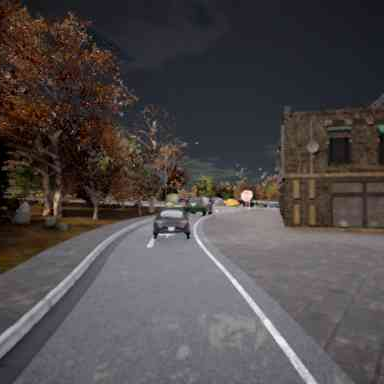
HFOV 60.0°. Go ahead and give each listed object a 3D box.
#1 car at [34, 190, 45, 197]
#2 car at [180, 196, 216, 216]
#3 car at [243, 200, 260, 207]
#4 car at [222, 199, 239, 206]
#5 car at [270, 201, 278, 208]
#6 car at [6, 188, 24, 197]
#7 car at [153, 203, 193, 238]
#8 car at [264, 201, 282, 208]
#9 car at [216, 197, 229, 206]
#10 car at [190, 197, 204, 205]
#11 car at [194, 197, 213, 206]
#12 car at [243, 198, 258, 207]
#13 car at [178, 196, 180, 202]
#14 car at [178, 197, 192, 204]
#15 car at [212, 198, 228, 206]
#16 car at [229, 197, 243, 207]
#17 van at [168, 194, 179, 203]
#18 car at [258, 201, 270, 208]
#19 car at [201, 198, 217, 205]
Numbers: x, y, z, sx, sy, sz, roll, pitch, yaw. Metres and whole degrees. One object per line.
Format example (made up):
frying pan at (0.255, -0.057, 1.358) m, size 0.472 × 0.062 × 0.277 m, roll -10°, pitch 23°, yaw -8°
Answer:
car at (-30.121, 0.496, 67.958) m, size 2.097 × 1.535 × 5.008 m, roll 4°, pitch -1°, yaw -16°
car at (0.772, 1.446, 35.254) m, size 2.150 × 2.045 × 5.566 m, roll 0°, pitch -1°, yaw 13°
car at (14.470, 2.773, 80.965) m, size 2.097 × 1.535 × 5.008 m, roll 3°, pitch -1°, yaw -16°
car at (9.186, 2.504, 79.657) m, size 1.946 × 1.575 × 5.366 m, roll 3°, pitch -1°, yaw -16°
car at (15.556, 2.616, 67.649) m, size 2.163 × 1.488 × 4.792 m, roll 3°, pitch -1°, yaw -16°
car at (-35.311, 0.136, 66.449) m, size 2.163 × 1.488 × 4.792 m, roll 4°, pitch -1°, yaw -16°
car at (-1.034, 1.546, 17.755) m, size 1.812 × 1.442 × 4.674 m, roll 0°, pitch 0°, yaw -2°
car at (19.955, 3.014, 82.528) m, size 2.231 × 1.521 × 4.892 m, roll 2°, pitch -1°, yaw -16°
car at (4.850, 1.832, 64.661) m, size 2.185 × 1.767 × 4.553 m, roll 4°, pitch -1°, yaw -16°
car at (1.073, 2.050, 77.155) m, size 2.002 × 1.452 × 4.674 m, roll 4°, pitch -1°, yaw -16°
car at (2.167, 1.808, 63.894) m, size 2.163 × 1.488 × 4.792 m, roll 4°, pitch -1°, yaw -16°
car at (10.207, 2.040, 66.186) m, size 2.435 × 2.045 × 5.566 m, roll 3°, pitch -1°, yaw -16°
car at (-0.488, 1.628, 63.077) m, size 2.163 × 1.488 × 4.792 m, roll 4°, pitch -1°, yaw -16°
car at (-1.600, 1.871, 76.393) m, size 2.002 × 1.452 × 4.674 m, roll 4°, pitch -1°, yaw -16°
car at (6.501, 2.351, 78.892) m, size 1.946 × 1.575 × 5.366 m, roll 3°, pitch -1°, yaw -16°
car at (7.521, 2.128, 65.384) m, size 2.097 × 1.535 × 5.008 m, roll 3°, pitch -1°, yaw -16°
van at (-4.114, 1.435, 75.544) m, size 1.878 × 1.987 × 4.442 m, roll 4°, pitch -1°, yaw -16°
car at (12.882, 2.445, 66.911) m, size 2.231 × 1.521 × 4.892 m, roll 3°, pitch -1°, yaw -16°
car at (3.862, 2.219, 77.977) m, size 2.163 × 1.488 × 4.792 m, roll 4°, pitch -1°, yaw -16°
